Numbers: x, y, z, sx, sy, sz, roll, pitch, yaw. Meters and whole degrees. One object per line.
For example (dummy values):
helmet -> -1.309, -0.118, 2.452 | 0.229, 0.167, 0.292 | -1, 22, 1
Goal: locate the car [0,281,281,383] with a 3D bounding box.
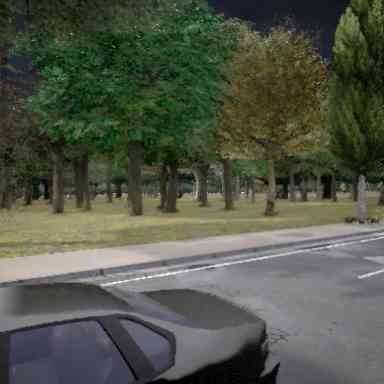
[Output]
car -> -1.667, 1.548, 2.496 | 5.357, 1.411, 2.033 | 0, 0, -36

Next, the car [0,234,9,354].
car -> -5.163, 1.481, 3.995 | 5.008, 1.535, 1.882 | 0, 0, -36
